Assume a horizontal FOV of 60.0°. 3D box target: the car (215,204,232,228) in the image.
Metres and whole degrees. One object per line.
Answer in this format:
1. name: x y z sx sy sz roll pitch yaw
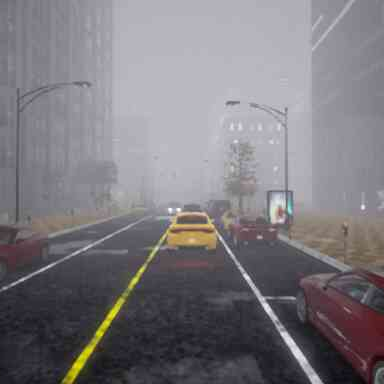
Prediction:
1. car: 2.698 1.723 21.208 1.752 1.417 4.829 1 -1 0

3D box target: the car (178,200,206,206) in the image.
1. car: 0.003 1.781 29.283 1.837 1.490 4.892 0 0 0

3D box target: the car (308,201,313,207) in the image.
1. car: 26.254 2.713 76.349 4.829 1.417 1.752 1 -2 0

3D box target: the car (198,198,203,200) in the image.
1. car: 2.694 2.410 92.309 1.887 1.381 4.507 1 -1 0

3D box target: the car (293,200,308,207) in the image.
1. car: 20.844 2.384 67.999 4.097 1.590 1.967 1 -2 0

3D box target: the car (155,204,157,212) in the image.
1. car: -5.683 1.843 43.277 1.967 1.590 4.097 1 -1 0

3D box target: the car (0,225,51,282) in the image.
1. car: -5.684 1.675 9.919 1.802 1.307 4.206 1 -1 0

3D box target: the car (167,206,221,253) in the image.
1. car: 0.005 1.613 14.461 1.882 1.535 5.008 0 0 0

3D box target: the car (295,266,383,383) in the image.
1. car: 2.697 1.624 4.360 1.802 1.307 4.206 1 -1 0

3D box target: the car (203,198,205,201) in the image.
1. car: 2.698 1.667 37.718 2.192 1.841 5.009 1 -1 0

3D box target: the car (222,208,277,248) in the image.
1. car: 2.697 1.689 15.479 1.887 1.381 4.507 1 -1 0

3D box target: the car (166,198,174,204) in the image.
1. car: -5.686 2.336 86.630 1.752 1.417 4.829 1 -1 0

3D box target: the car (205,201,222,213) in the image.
1. car: 2.696 1.948 43.275 1.887 1.381 4.507 1 -1 0

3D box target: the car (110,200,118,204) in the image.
1. car: -17.255 1.890 67.678 4.507 1.381 1.887 1 -2 0

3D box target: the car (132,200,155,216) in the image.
1. car: -5.684 1.875 37.547 1.752 1.417 4.829 1 -1 0

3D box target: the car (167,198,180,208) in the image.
1. car: -3.004 2.156 59.625 1.895 1.301 4.718 0 -1 0

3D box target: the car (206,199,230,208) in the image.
1. car: 2.699 1.615 32.158 2.192 1.841 5.009 1 -1 0
